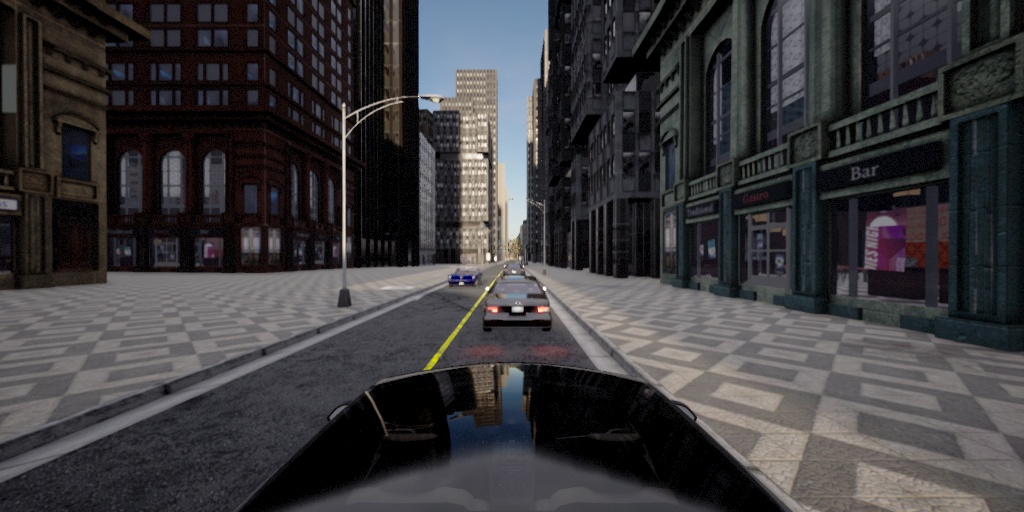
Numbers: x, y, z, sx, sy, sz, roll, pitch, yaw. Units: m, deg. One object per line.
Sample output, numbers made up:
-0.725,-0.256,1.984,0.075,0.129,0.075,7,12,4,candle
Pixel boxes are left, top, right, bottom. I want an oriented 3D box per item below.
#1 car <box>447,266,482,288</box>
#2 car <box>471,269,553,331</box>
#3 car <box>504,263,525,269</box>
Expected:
-3.040,1.358,23.870,1.895,1.301,4.718,0,0,0,car
0.127,1.296,10.886,2.033,1.411,5.357,0,0,0,car
0.188,1.340,32.532,1.994,1.385,4.181,0,0,0,car
